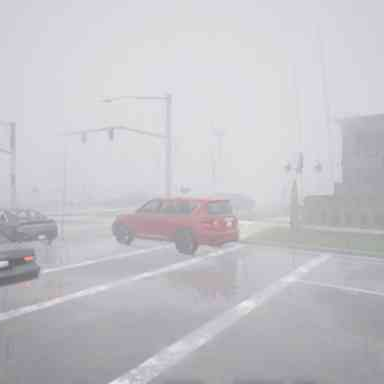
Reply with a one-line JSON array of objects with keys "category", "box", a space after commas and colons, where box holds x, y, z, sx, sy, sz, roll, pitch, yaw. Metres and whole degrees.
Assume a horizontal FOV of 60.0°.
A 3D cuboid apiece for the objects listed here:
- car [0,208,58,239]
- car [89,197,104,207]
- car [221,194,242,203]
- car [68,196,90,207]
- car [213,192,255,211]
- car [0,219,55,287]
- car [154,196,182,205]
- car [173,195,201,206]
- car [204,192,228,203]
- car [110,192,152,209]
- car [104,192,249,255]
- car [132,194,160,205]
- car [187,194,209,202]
[{"category": "car", "box": [-7.495, 1.431, 13.641, 4.902, 1.511, 2.128, 0, 0, 36]}, {"category": "car", "box": [-11.398, 1.407, 45.780, 1.994, 1.385, 4.181, 0, 0, 36]}, {"category": "car", "box": [7.933, 1.215, 66.233, 2.097, 1.767, 4.553, 0, 0, 36]}, {"category": "car", "box": [-15.015, 1.353, 46.778, 1.812, 1.442, 4.674, 0, 0, 37]}, {"category": "car", "box": [4.912, 1.146, 36.480, 2.150, 2.045, 5.566, 0, 0, 36]}, {"category": "car", "box": [-5.918, 1.506, 8.214, 5.357, 1.411, 2.033, 0, 0, 36]}, {"category": "car", "box": [-3.976, 1.350, 55.929, 1.837, 1.490, 4.892, 0, 0, 36]}, {"category": "car", "box": [-0.762, 1.337, 54.405, 1.882, 1.535, 5.008, 0, 1, 36]}, {"category": "car", "box": [4.935, 1.065, 68.031, 2.150, 2.045, 5.566, 0, 0, 36]}, {"category": "car", "box": [-8.087, 1.080, 44.379, 2.150, 2.045, 5.566, 0, 0, 36]}, {"category": "car", "box": [-0.807, 1.187, 13.356, 5.566, 2.045, 2.150, 1, 1, 38]}, {"category": "car", "box": [-7.840, 1.180, 56.565, 2.097, 1.767, 4.553, 0, 0, 36]}, {"category": "car", "box": [1.281, 1.303, 68.965, 1.882, 1.535, 5.008, 0, 0, 36]}]
